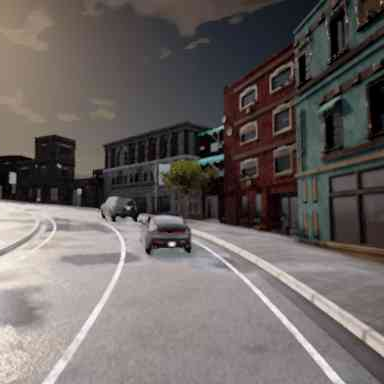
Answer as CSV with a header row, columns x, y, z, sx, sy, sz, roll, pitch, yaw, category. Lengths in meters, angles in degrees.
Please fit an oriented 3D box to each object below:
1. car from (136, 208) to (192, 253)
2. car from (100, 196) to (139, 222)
x,y,z,sx,sy,sz,roll,pitch,yaw,category
-1.254,1.663,14.617,1.837,1.490,4.892,1,0,-12,car
-6.192,1.371,28.266,2.150,2.045,5.566,2,0,-28,car
